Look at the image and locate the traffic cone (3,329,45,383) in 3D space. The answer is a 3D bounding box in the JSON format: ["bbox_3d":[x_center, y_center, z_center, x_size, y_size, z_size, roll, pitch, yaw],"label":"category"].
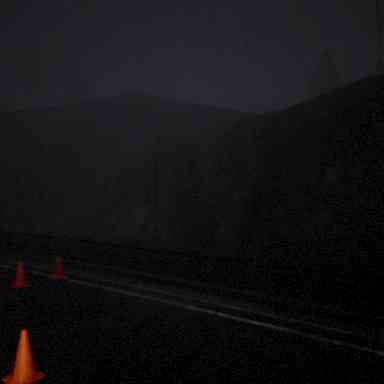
[{"bbox_3d":[-2.030,1.961,4.025,0.340,0.580,0.340,0,0,36],"label":"traffic cone"}]

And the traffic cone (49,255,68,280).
[{"bbox_3d":[-3.531,1.967,8.795,0.340,0.580,0.340,0,0,36],"label":"traffic cone"}]

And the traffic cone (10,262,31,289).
[{"bbox_3d":[-4.114,1.966,7.982,0.340,0.580,0.340,0,0,36],"label":"traffic cone"}]
